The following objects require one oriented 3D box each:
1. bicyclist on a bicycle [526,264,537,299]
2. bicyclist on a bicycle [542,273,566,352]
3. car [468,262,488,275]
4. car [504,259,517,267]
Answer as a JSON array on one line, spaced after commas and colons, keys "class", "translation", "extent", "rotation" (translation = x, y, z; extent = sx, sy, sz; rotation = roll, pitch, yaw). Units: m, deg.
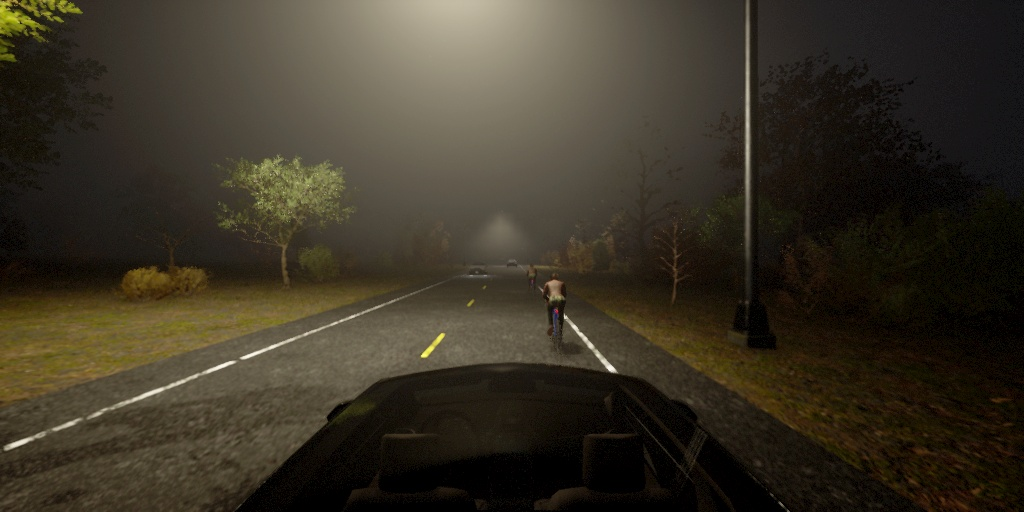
[{"class": "bicyclist on a bicycle", "translation": [0.957, 1.202, 17.226], "extent": [0.582, 1.620, 1.656], "rotation": [0, 0, 0]}, {"class": "bicyclist on a bicycle", "translation": [0.960, 1.202, 7.971], "extent": [0.582, 1.620, 1.656], "rotation": [0, 0, 0]}, {"class": "car", "translation": [-3.608, 1.309, 39.453], "extent": [2.033, 1.411, 5.357], "rotation": [0, 0, 0]}, {"class": "car", "translation": [0.013, 1.389, 65.025], "extent": [1.895, 1.301, 4.718], "rotation": [0, 0, 1]}]
